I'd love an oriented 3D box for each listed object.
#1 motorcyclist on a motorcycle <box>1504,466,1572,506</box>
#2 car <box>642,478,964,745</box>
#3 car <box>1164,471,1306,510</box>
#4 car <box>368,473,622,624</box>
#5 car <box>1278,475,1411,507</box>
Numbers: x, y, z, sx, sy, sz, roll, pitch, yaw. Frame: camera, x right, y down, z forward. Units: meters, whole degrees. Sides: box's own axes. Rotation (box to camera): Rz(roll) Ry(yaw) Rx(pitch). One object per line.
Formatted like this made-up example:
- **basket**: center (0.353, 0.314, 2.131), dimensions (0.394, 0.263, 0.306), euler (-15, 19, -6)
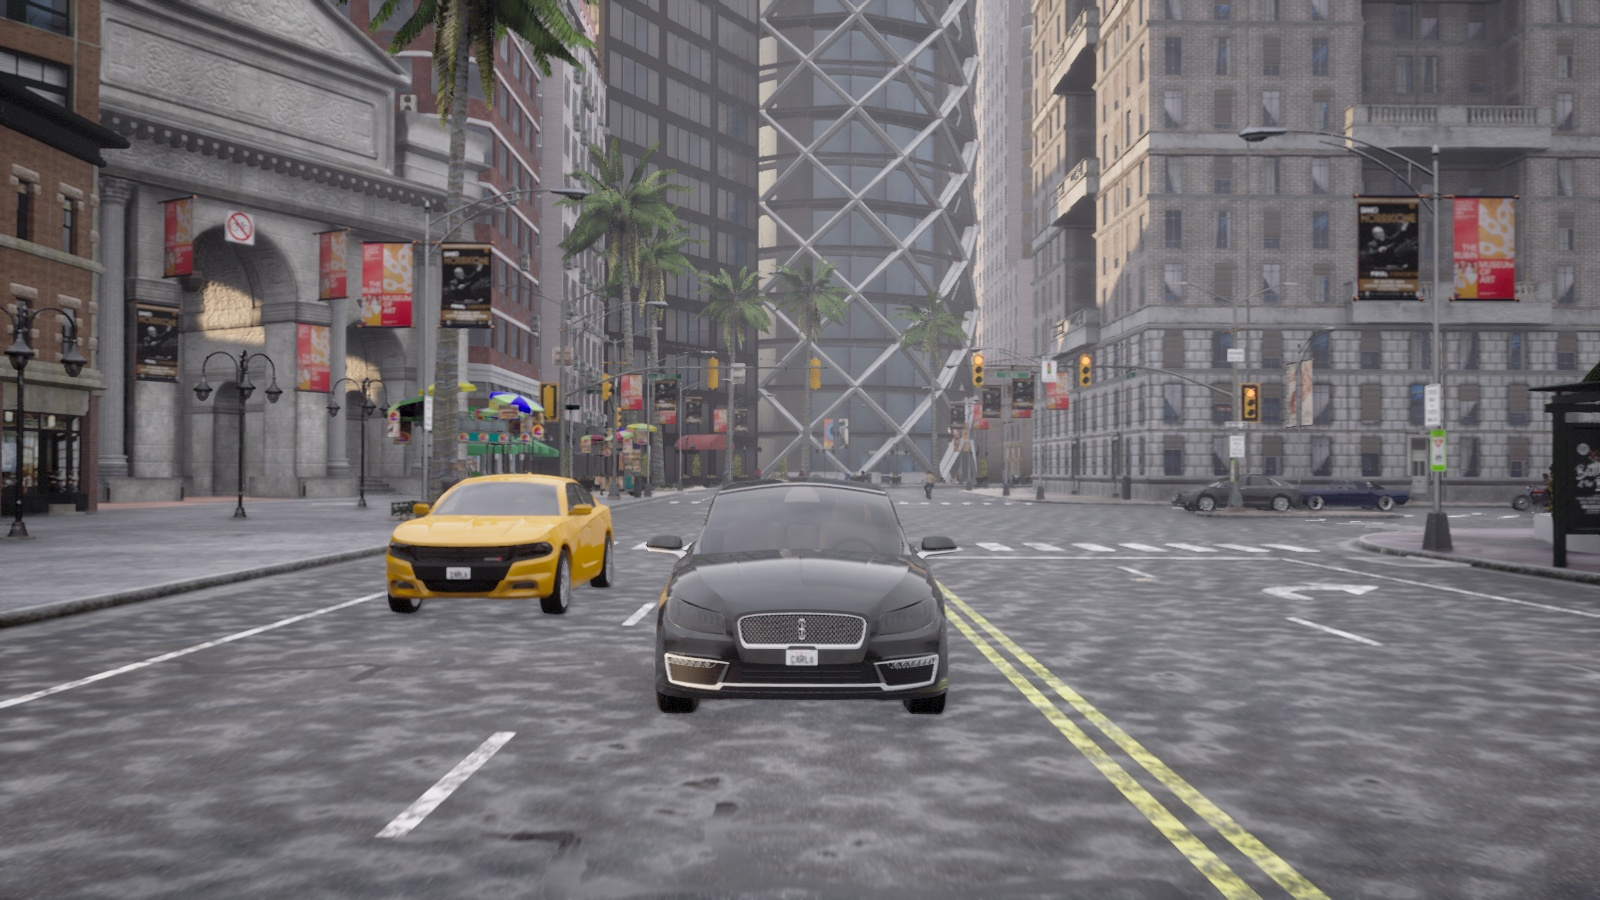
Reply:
- **motorcyclist on a motorcycle**: center (30.888, 1.509, 52.561), dimensions (2.350, 1.649, 0.766), euler (0, -1, 0)
- **car**: center (0.019, 0.979, 9.626), dimensions (1.837, 1.490, 4.892), euler (0, -1, 0)
- **car**: center (16.899, 1.561, 48.954), dimensions (4.892, 1.490, 1.837), euler (0, -1, 0)
- **car**: center (-3.476, 1.060, 15.359), dimensions (1.882, 1.535, 5.008), euler (0, -1, 0)
- **car**: center (22.702, 1.690, 52.472), dimensions (4.718, 1.301, 1.895), euler (0, -1, 0)
